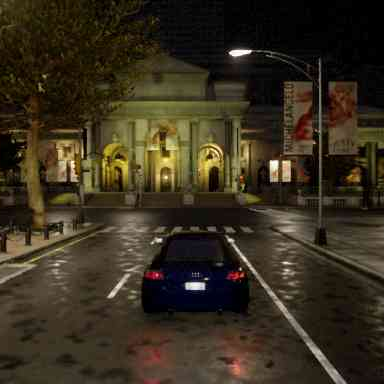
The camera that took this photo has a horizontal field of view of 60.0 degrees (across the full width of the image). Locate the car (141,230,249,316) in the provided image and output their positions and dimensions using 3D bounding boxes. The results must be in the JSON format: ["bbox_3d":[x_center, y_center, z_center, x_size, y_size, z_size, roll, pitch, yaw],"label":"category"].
[{"bbox_3d":[0.070,1.564,7.639,1.994,1.385,4.181,0,0,0],"label":"car"}]
